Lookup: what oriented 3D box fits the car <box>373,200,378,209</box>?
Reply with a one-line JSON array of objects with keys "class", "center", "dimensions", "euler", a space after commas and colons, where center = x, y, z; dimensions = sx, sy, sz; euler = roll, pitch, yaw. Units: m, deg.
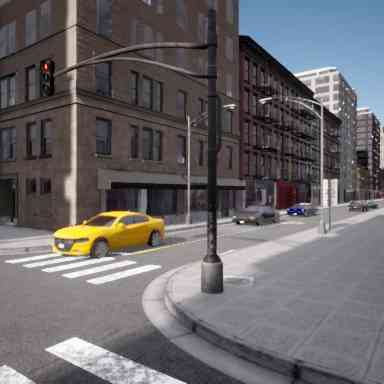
[{"class": "car", "center": [27.789, 1.904, 52.034], "dimensions": [1.994, 1.385, 4.181], "euler": [0, 0, 35]}]

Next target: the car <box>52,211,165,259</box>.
[{"class": "car", "center": [-3.075, 1.542, 13.258], "dimensions": [1.882, 1.535, 5.008], "euler": [0, 0, 31]}]

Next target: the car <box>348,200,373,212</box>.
[{"class": "car", "center": [22.035, 1.781, 43.957], "dimensions": [2.128, 1.511, 4.902], "euler": [0, 0, 36]}]

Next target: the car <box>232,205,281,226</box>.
[{"class": "car", "center": [4.994, 1.698, 25.117], "dimensions": [2.033, 1.411, 5.357], "euler": [0, 0, 35]}]

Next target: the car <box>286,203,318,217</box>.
[{"class": "car", "center": [11.219, 1.812, 33.843], "dimensions": [1.895, 1.301, 4.718], "euler": [0, 0, 36]}]
